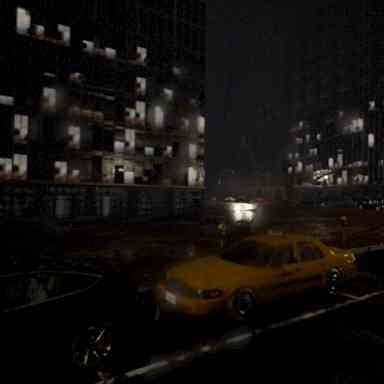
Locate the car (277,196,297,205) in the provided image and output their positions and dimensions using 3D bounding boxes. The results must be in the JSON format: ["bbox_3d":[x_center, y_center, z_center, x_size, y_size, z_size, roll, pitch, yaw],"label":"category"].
[{"bbox_3d":[17.693,1.724,59.503,1.967,1.590,4.097,1,-1,-22],"label":"car"}]

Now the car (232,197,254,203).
[{"bbox_3d":[11.430,1.813,75.065,1.967,1.590,4.097,1,-1,-22],"label":"car"}]

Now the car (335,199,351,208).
[{"bbox_3d":[27.019,1.950,57.426,1.752,1.417,4.829,1,-1,-22],"label":"car"}]

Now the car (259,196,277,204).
[{"bbox_3d":[18.731,1.857,78.031,2.192,1.841,5.009,1,-1,-22],"label":"car"}]

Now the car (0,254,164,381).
[{"bbox_3d":[-2.748,1.561,4.121,4.313,1.339,1.947,0,1,-36],"label":"car"}]

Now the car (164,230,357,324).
[{"bbox_3d":[1.628,1.537,7.161,4.829,1.417,1.752,0,1,-34],"label":"car"}]

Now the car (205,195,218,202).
[{"bbox_3d":[5.169,1.777,90.630,2.192,1.841,5.009,1,-1,-22],"label":"car"}]

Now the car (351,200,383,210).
[{"bbox_3d":[23.954,1.745,43.938,2.008,1.369,4.403,1,-1,-22],"label":"car"}]

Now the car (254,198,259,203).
[{"bbox_3d":[16.638,2.154,83.218,1.802,1.307,4.206,1,-1,-22],"label":"car"}]

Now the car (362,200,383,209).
[{"bbox_3d":[29.171,1.944,52.078,2.008,1.369,4.403,1,-1,-22],"label":"car"}]

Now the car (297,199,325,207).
[{"bbox_3d":[19.779,1.805,54.314,2.008,1.369,4.403,1,-1,-22],"label":"car"}]

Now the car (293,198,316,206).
[{"bbox_3d":[22.905,2.034,67.648,2.008,1.369,4.403,1,-1,-22],"label":"car"}]

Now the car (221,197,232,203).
[{"bbox_3d":[9.404,1.927,80.094,1.752,1.417,4.829,1,-1,-22],"label":"car"}]
